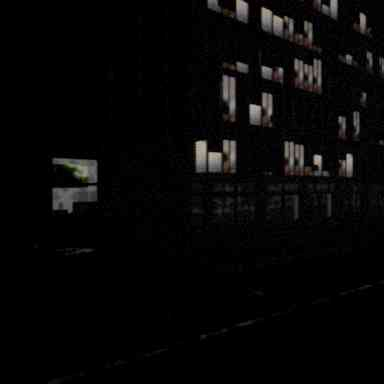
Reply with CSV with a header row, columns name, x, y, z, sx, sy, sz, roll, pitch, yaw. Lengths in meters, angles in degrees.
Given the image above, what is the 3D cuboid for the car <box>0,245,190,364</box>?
name,x,y,z,sx,sy,sz,roll,pitch,yaw
car,-2.027,1.577,5.127,4.313,1.339,1.947,1,-1,-35
